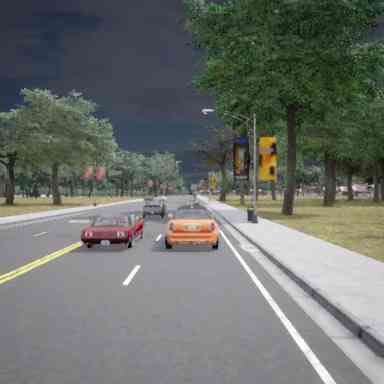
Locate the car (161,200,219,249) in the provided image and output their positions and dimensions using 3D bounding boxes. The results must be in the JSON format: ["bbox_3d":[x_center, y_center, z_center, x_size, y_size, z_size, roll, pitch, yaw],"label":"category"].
[{"bbox_3d":[0.000,1.368,14.620,2.097,1.767,4.553,0,0,0],"label":"car"}]

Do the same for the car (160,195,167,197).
[{"bbox_3d":[-6.500,1.525,75.927,1.812,1.442,4.674,0,0,0],"label":"car"}]

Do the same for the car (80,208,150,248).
[{"bbox_3d":[-3.250,1.619,14.681,1.895,1.301,4.718,0,0,0],"label":"car"}]

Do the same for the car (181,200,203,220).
[{"bbox_3d":[0.000,1.525,29.650,1.837,1.490,4.892,0,0,0],"label":"car"}]

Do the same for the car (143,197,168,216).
[{"bbox_3d":[-3.250,1.504,29.651,2.128,1.511,4.902,0,0,0],"label":"car"}]
